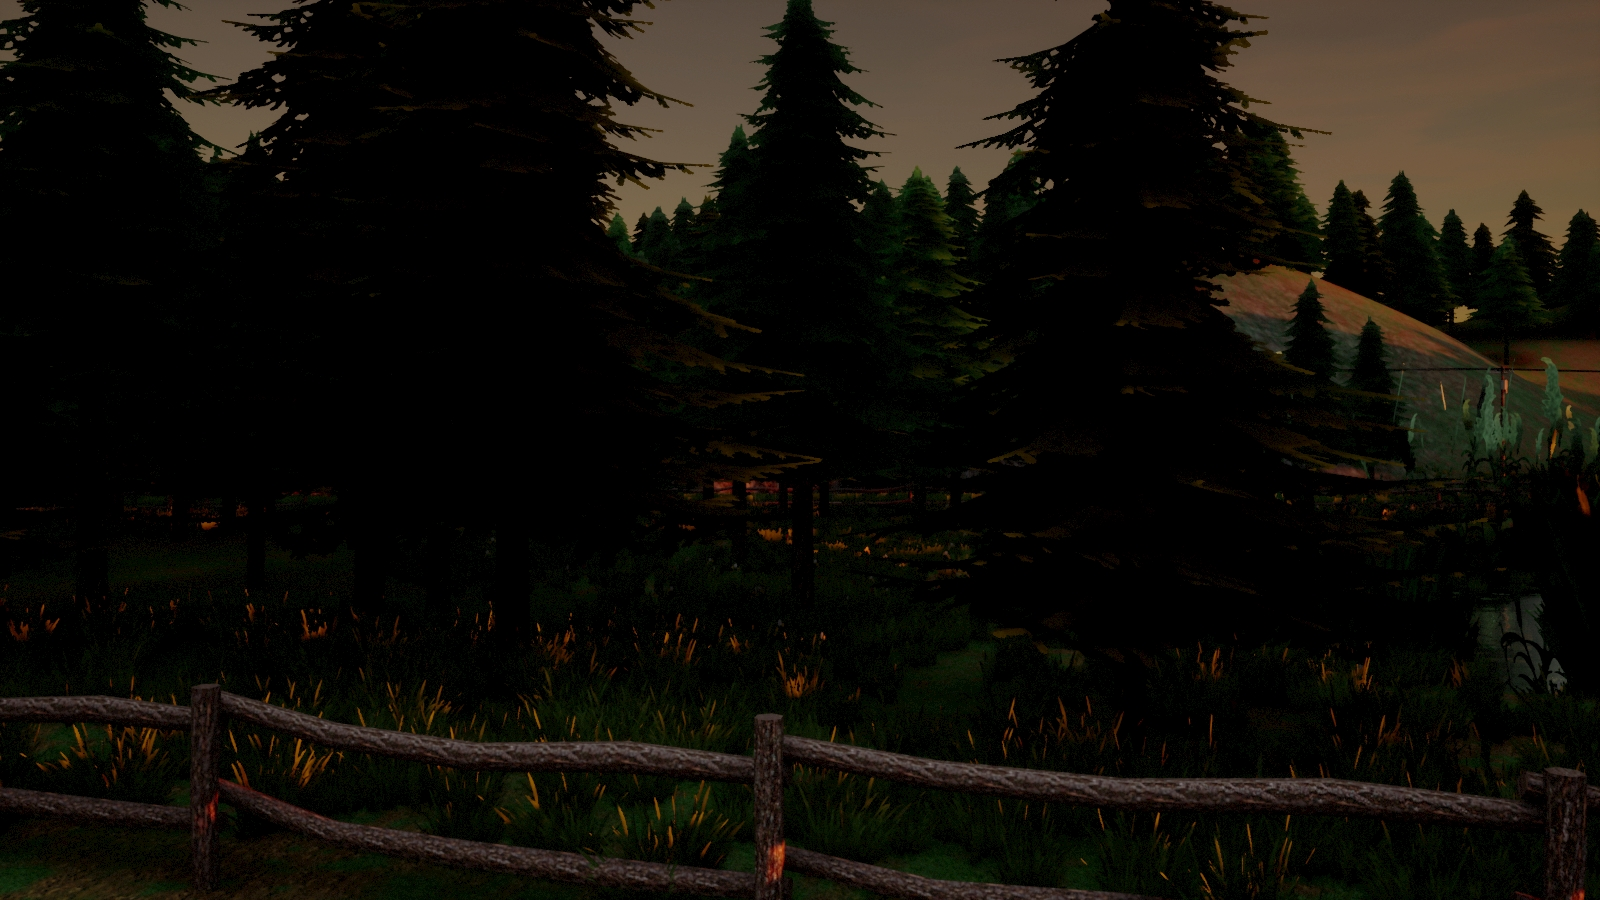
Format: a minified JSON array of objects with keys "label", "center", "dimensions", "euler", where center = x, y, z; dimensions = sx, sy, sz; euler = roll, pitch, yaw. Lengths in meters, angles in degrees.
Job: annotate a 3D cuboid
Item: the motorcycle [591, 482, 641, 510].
[{"label":"motorcycle","center":[-8.716,2.178,54.116],"dimensions":[2.209,1.251,0.867],"euler":[0,0,14]}]
